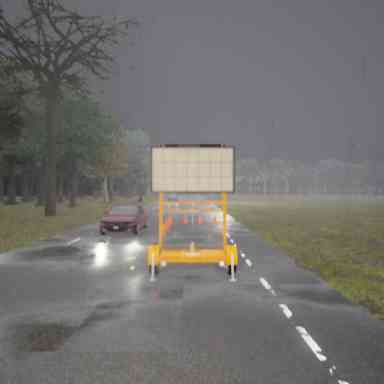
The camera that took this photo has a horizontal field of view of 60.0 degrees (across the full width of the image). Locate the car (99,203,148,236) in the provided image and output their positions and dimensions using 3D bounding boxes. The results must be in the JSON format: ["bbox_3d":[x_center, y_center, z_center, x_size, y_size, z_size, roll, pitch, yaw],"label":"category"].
[{"bbox_3d":[-3.561,1.383,18.066,1.882,1.535,5.008,0,0,0],"label":"car"}]

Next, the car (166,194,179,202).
[{"bbox_3d":[-3.439,1.082,59.169,1.812,1.442,4.674,0,1,0],"label":"car"}]

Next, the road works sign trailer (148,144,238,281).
[{"bbox_3d":[0.022,0.422,9.659,2.380,3.560,2.880,0,0,0],"label":"road works sign trailer"}]
